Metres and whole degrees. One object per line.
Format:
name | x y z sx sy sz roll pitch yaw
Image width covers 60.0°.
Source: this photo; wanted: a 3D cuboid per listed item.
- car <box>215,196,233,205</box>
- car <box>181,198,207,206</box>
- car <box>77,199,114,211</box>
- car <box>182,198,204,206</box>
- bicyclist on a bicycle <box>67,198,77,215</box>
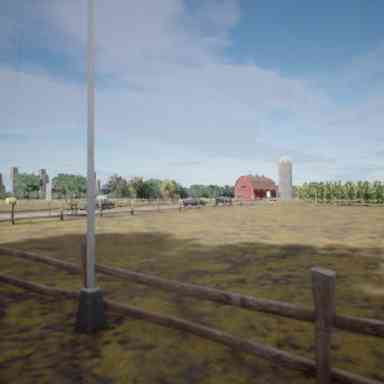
car | 6.025 1.611 62.624 1.837 1.490 4.892 -2 -2 35
car | 0.355 1.606 54.486 2.033 1.411 5.357 -2 -1 36
car | -12.083 1.620 41.873 1.837 1.490 4.892 -2 -1 35
car | 0.221 1.722 59.170 1.994 1.385 4.181 -2 -2 35
bicyclist on a bicycle | -11.595 1.419 32.185 1.656 1.620 0.582 0 0 35
